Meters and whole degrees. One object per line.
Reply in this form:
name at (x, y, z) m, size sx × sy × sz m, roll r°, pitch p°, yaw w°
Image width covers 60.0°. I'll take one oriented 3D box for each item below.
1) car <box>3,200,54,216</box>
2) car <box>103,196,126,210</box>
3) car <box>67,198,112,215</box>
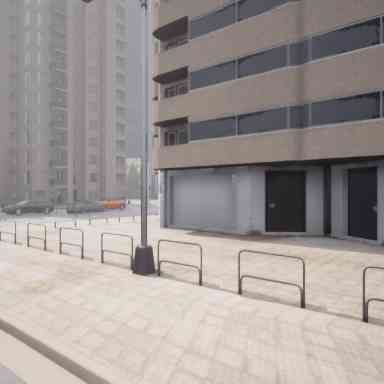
car at (-16.681, 1.560, 34.146) m, size 1.837 × 1.490 × 4.892 m, roll 0°, pitch 0°, yaw 39°
car at (-10.623, 1.407, 41.737) m, size 2.097 × 1.767 × 4.553 m, roll 0°, pitch 0°, yaw 39°
car at (-11.082, 1.619, 35.272) m, size 1.994 × 1.385 × 4.181 m, roll 0°, pitch 0°, yaw 39°
